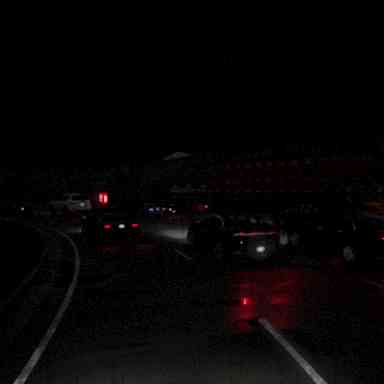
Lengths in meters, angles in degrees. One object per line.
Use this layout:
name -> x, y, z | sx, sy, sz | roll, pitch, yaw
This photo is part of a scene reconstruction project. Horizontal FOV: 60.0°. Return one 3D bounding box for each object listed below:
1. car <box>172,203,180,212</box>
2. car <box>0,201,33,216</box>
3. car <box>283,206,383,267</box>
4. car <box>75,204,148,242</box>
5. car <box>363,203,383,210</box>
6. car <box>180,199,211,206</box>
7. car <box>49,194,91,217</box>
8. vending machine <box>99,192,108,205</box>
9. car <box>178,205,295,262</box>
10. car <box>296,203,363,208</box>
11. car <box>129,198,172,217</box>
car -> -3.715, 1.405, 33.501 | 1.837, 1.490, 4.892 | 0, 0, -43
car -> -17.084, 1.559, 32.299 | 1.994, 1.385, 4.181 | -1, 0, -44
car -> 5.116, 1.428, 11.262 | 1.837, 1.490, 4.892 | 0, 0, -15
car -> -4.154, 1.514, 16.401 | 2.033, 1.411, 5.357 | 0, 0, -27
car -> 10.072, 1.338, 18.983 | 1.882, 1.535, 5.008 | 0, 0, -22
car -> 0.081, 1.434, 34.500 | 1.994, 1.385, 4.181 | -1, 0, -42
car -> -11.668, 1.182, 31.727 | 2.150, 2.045, 5.566 | -1, 0, -43
vending machine -> -14.811, 1.087, 55.844 | 1.100, 2.100, 0.880 | -1, 0, -44
car -> 1.272, 1.438, 11.969 | 2.128, 1.511, 4.902 | 0, 0, -17
car -> 6.500, 1.378, 18.457 | 2.128, 1.511, 4.902 | 0, 0, -22
car -> -4.427, 1.469, 28.985 | 2.033, 1.411, 5.357 | -1, 0, -41
